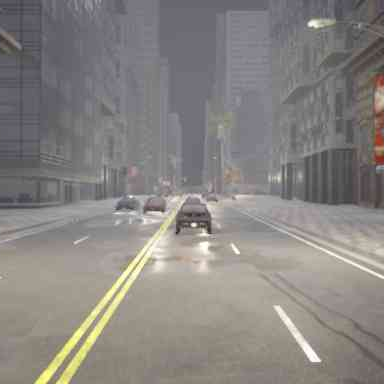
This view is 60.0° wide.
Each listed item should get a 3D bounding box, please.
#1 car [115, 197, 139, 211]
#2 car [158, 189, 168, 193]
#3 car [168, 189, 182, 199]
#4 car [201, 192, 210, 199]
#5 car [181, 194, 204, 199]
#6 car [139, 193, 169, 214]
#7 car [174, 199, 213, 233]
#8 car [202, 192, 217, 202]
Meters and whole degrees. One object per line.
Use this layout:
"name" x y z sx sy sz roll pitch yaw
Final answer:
"car" -6.594 1.209 34.845 2.033 1.411 5.357 0 1 0
"car" -6.522 0.280 76.590 2.150 2.045 5.566 0 0 0
"car" -3.271 0.339 71.518 2.150 2.045 5.566 0 0 0
"car" 3.226 0.767 80.076 1.837 1.490 4.892 0 0 0
"car" 0.088 1.185 38.912 1.994 1.385 4.181 0 1 0
"car" -3.350 1.183 30.947 1.882 1.535 5.008 0 1 0
"car" 0.093 1.341 18.393 1.837 1.490 4.892 0 0 0
"car" 3.333 0.987 57.778 2.033 1.411 5.357 0 0 0
